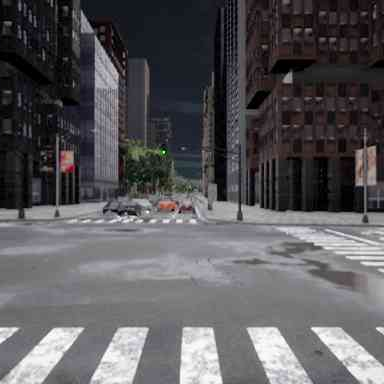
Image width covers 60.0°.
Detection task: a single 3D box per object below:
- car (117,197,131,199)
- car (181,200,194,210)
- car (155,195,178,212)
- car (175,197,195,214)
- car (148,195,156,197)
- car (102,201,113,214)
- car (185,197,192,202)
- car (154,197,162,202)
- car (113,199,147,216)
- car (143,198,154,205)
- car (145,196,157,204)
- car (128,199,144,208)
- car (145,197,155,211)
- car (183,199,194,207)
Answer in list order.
[{"bbox_3d":[-9.128,1.557,44.111,2.192,1.841,5.009,0,0,0],"label":"car"},{"bbox_3d":[-0.632,1.864,49.577,1.802,1.307,4.206,0,0,0],"label":"car"},{"bbox_3d":[-3.285,1.591,43.599,2.097,1.767,4.553,0,0,0],"label":"car"},{"bbox_3d":[-0.572,1.643,38.728,1.967,1.590,4.097,0,0,0],"label":"car"},{"bbox_3d":[-6.512,1.548,55.686,2.150,2.045,5.566,0,0,-1],"label":"car"},{"bbox_3d":[-9.097,1.769,38.683,1.947,1.339,4.313,0,0,0],"label":"car"},{"bbox_3d":[-0.873,2.162,92.975,1.887,1.381,4.507,0,0,0],"label":"car"},{"bbox_3d":[-9.397,2.162,92.941,1.887,1.381,4.507,0,0,0],"label":"car"},{"bbox_3d":[-6.410,1.722,34.816,2.033,1.411,5.357,0,0,0],"label":"car"},{"bbox_3d":[-9.277,2.027,71.238,1.802,1.307,4.206,0,0,0],"label":"car"},{"bbox_3d":[-9.308,1.802,76.666,2.192,1.841,5.009,0,0,0],"label":"car"},{"bbox_3d":[-9.186,1.846,54.791,1.752,1.417,4.829,0,0,0],"label":"car"},{"bbox_3d":[-6.465,1.775,45.042,1.812,1.442,4.674,0,0,0],"label":"car"},{"bbox_3d":[-0.692,1.907,60.427,1.887,1.381,4.507,0,0,0],"label":"car"}]
